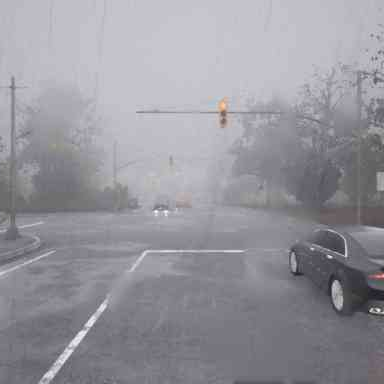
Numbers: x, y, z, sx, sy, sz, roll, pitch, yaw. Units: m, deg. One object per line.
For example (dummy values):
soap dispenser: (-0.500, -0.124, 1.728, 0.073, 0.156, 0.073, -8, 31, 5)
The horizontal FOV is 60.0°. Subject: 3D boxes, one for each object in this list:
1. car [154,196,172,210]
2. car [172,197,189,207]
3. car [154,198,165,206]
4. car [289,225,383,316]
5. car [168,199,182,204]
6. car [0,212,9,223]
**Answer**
car: (-3.950, 1.626, 43.602, 2.033, 1.411, 5.357, 0, -1, -3)
car: (-1.863, 1.695, 59.961, 2.097, 1.767, 4.553, 0, -1, -8)
car: (-6.283, 1.958, 64.268, 1.837, 1.490, 4.892, 0, -1, -10)
car: (3.602, 1.505, 7.477, 1.837, 1.490, 4.892, 0, 0, 1)
car: (-4.326, 2.432, 83.214, 1.895, 1.301, 4.718, 0, -1, -22)
car: (-15.462, 1.675, 23.090, 4.718, 1.301, 1.895, -1, 0, -3)
